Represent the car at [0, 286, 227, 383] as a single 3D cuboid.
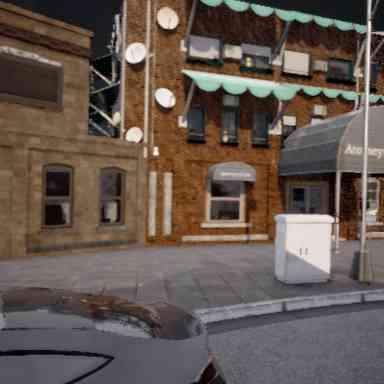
[{"bbox_3d":[-1.911,1.466,2.048,4.674,1.442,1.812,0,1,-33],"label":"car"}]
